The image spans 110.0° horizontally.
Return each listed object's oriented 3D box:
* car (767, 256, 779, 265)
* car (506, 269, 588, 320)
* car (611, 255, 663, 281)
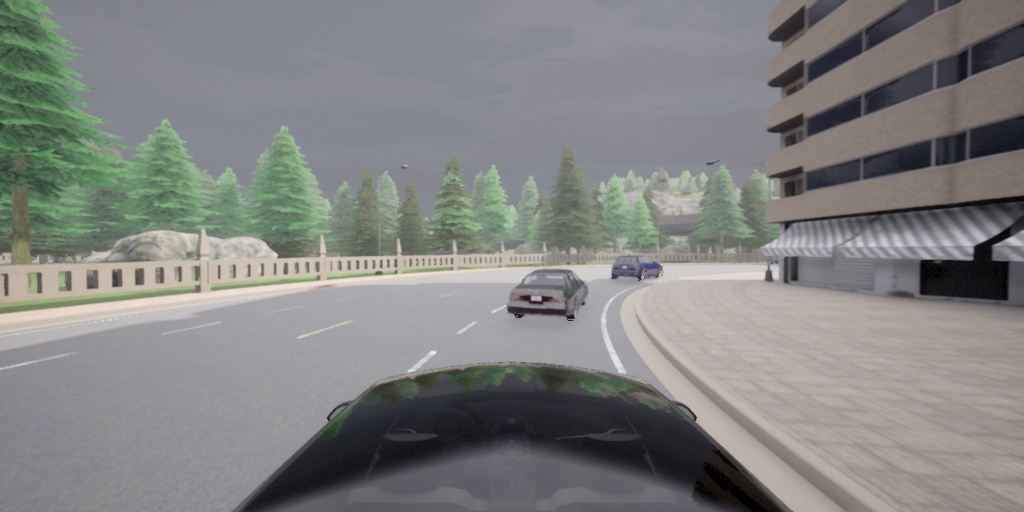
[{"bbox_3d":[35.864,0.477,46.548,5.008,1.535,1.882,0,1,0],"label":"car"},{"bbox_3d":[1.372,1.128,11.850,2.033,1.411,5.357,0,1,17],"label":"car"},{"bbox_3d":[8.703,0.715,24.761,2.097,1.767,4.553,1,1,42],"label":"car"}]
